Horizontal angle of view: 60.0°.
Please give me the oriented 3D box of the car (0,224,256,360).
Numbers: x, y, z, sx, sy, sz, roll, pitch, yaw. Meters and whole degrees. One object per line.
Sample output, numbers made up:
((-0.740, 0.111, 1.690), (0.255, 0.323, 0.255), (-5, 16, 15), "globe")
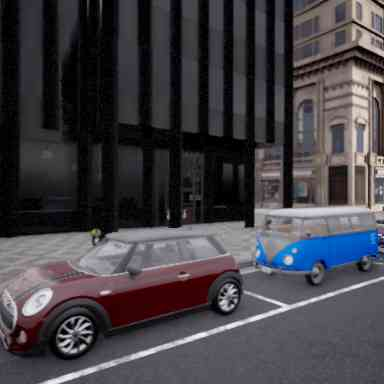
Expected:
((-1.072, 1.437, 5.880), (4.097, 1.590, 1.967), (0, 0, -36), "car")

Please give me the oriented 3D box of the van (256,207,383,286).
((3.488, 1.331, 9.133), (3.998, 1.788, 1.690), (0, 0, -36), "van")
